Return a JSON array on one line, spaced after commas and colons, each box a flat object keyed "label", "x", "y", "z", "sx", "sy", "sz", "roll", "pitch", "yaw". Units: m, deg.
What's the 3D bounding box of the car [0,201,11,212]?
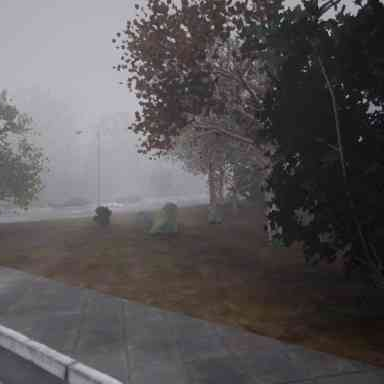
[{"label": "car", "x": -22.141, "y": 1.531, "z": 35.548, "sx": 1.837, "sy": 1.490, "sz": 4.892, "roll": 0, "pitch": 1, "yaw": 39}]

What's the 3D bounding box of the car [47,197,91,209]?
[{"label": "car", "x": -15.903, "y": 1.354, "z": 43.290, "sx": 2.033, "sy": 1.411, "sz": 5.357, "roll": 0, "pitch": 2, "yaw": 39}]

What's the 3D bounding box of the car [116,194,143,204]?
[{"label": "car", "x": -9.619, "y": 0.982, "z": 51.069, "sx": 1.994, "sy": 1.385, "sz": 4.181, "roll": 0, "pitch": 3, "yaw": 39}]
